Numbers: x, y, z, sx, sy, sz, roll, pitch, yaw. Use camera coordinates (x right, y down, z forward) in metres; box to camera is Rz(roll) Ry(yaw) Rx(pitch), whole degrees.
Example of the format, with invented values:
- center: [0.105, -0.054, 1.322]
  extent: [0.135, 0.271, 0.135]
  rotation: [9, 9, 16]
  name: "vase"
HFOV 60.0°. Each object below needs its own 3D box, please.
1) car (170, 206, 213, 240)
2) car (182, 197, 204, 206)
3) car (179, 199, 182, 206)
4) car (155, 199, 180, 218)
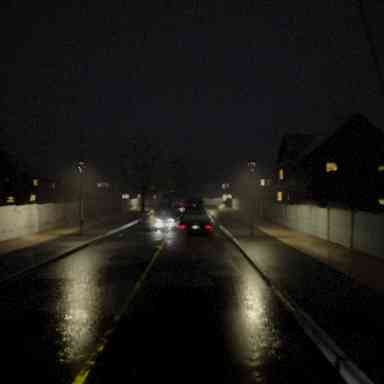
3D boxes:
- center: [0.161, 1.699, 17.925]
  extent: [2.033, 1.411, 5.357]
  rotation: [0, 0, 0]
  name: "car"
- center: [0.253, 1.557, 38.546]
  extent: [2.150, 2.045, 5.566]
  rotation: [0, -1, 0]
  name: "car"
- center: [-2.508, 2.009, 59.240]
  extent: [1.882, 1.535, 5.008]
  rotation: [0, -1, 0]
  name: "car"
- center: [-2.616, 1.783, 33.496]
  extent: [2.128, 1.511, 4.902]
  rotation: [0, -1, 0]
  name: "car"
